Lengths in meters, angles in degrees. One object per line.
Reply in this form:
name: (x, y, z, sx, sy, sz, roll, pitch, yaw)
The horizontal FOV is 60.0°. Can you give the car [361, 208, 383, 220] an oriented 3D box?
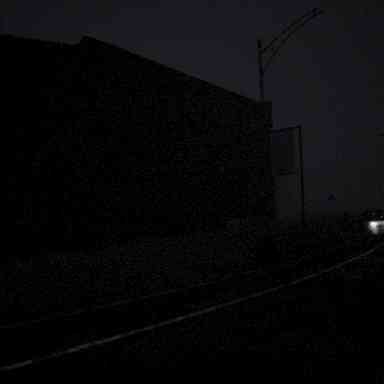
car: (20.397, 2.431, 37.054, 1.895, 1.301, 4.718, -3, -3, 13)
